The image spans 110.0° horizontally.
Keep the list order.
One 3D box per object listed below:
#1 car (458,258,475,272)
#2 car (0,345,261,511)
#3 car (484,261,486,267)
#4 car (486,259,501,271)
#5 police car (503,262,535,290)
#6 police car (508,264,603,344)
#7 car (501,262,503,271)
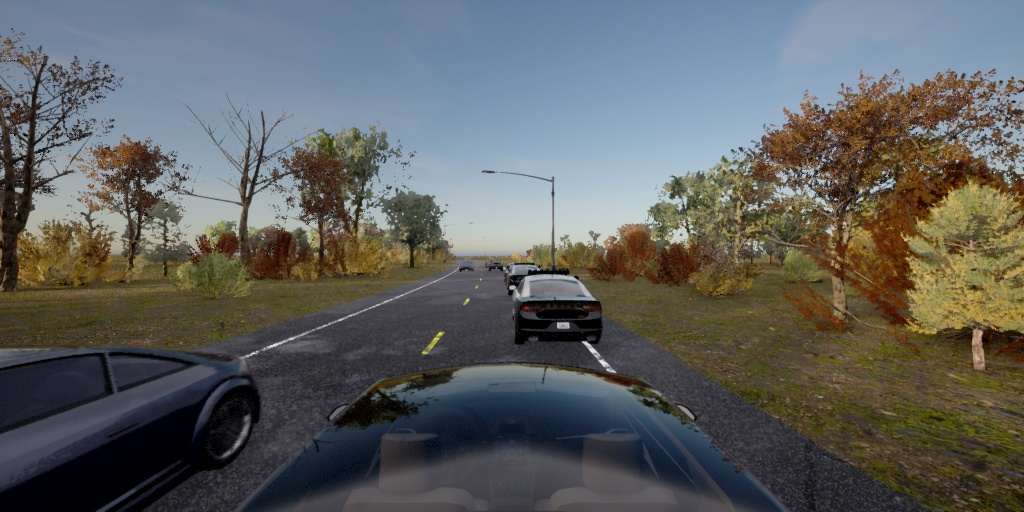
[{"bbox_3d":[-5.605,1.279,44.753,2.033,1.411,5.357,0,0,-5],"label":"car"},{"bbox_3d":[-3.633,1.314,2.046,1.994,1.385,4.181,0,0,0],"label":"car"},{"bbox_3d":[-3.516,1.209,60.227,2.128,1.511,4.902,0,0,-7],"label":"car"},{"bbox_3d":[-2.169,1.234,47.337,1.837,1.490,4.892,0,0,-5],"label":"car"},{"bbox_3d":[0.679,1.170,19.747,1.930,1.638,5.238,0,0,-2],"label":"police car"},{"bbox_3d":[0.969,1.174,9.695,1.930,1.638,5.238,0,0,-1],"label":"police car"},{"bbox_3d":[0.413,1.217,25.665,1.882,1.535,5.008,0,0,-3],"label":"car"}]
